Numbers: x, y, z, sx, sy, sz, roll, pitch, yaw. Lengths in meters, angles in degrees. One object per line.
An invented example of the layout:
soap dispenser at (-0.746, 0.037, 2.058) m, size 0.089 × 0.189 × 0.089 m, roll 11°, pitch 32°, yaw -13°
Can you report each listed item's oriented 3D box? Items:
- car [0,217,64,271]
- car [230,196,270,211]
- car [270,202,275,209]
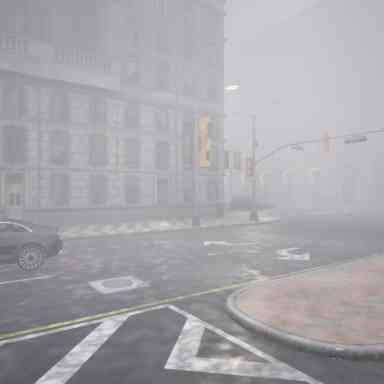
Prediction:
car at (-6.229, 1.491, 9.380) m, size 4.902 × 1.511 × 2.128 m, roll 0°, pitch 0°, yaw -35°
car at (6.857, 1.351, 41.218) m, size 2.097 × 1.767 × 4.553 m, roll 0°, pitch 0°, yaw -36°
car at (8.611, 1.547, 44.776) m, size 2.033 × 1.411 × 5.357 m, roll 0°, pitch 0°, yaw -36°
